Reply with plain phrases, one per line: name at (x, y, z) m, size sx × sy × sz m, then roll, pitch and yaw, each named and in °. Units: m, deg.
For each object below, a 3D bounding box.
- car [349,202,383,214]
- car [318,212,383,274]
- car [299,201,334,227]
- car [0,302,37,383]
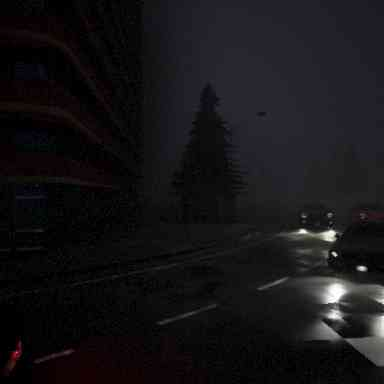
car at (12.064, 1.520, 22.554) m, size 2.097 × 1.767 × 4.553 m, roll 0°, pitch 0°, yaw 16°
car at (5.956, 1.615, 10.802) m, size 2.033 × 1.411 × 5.357 m, roll 0°, pitch -1°, yaw 36°
car at (8.707, 1.535, 23.544) m, size 2.097 × 1.767 × 4.553 m, roll 0°, pitch 0°, yaw 16°
car at (-3.530, 1.517, 1.768) m, size 4.902 × 1.511 × 2.128 m, roll 0°, pitch -1°, yaw -35°
